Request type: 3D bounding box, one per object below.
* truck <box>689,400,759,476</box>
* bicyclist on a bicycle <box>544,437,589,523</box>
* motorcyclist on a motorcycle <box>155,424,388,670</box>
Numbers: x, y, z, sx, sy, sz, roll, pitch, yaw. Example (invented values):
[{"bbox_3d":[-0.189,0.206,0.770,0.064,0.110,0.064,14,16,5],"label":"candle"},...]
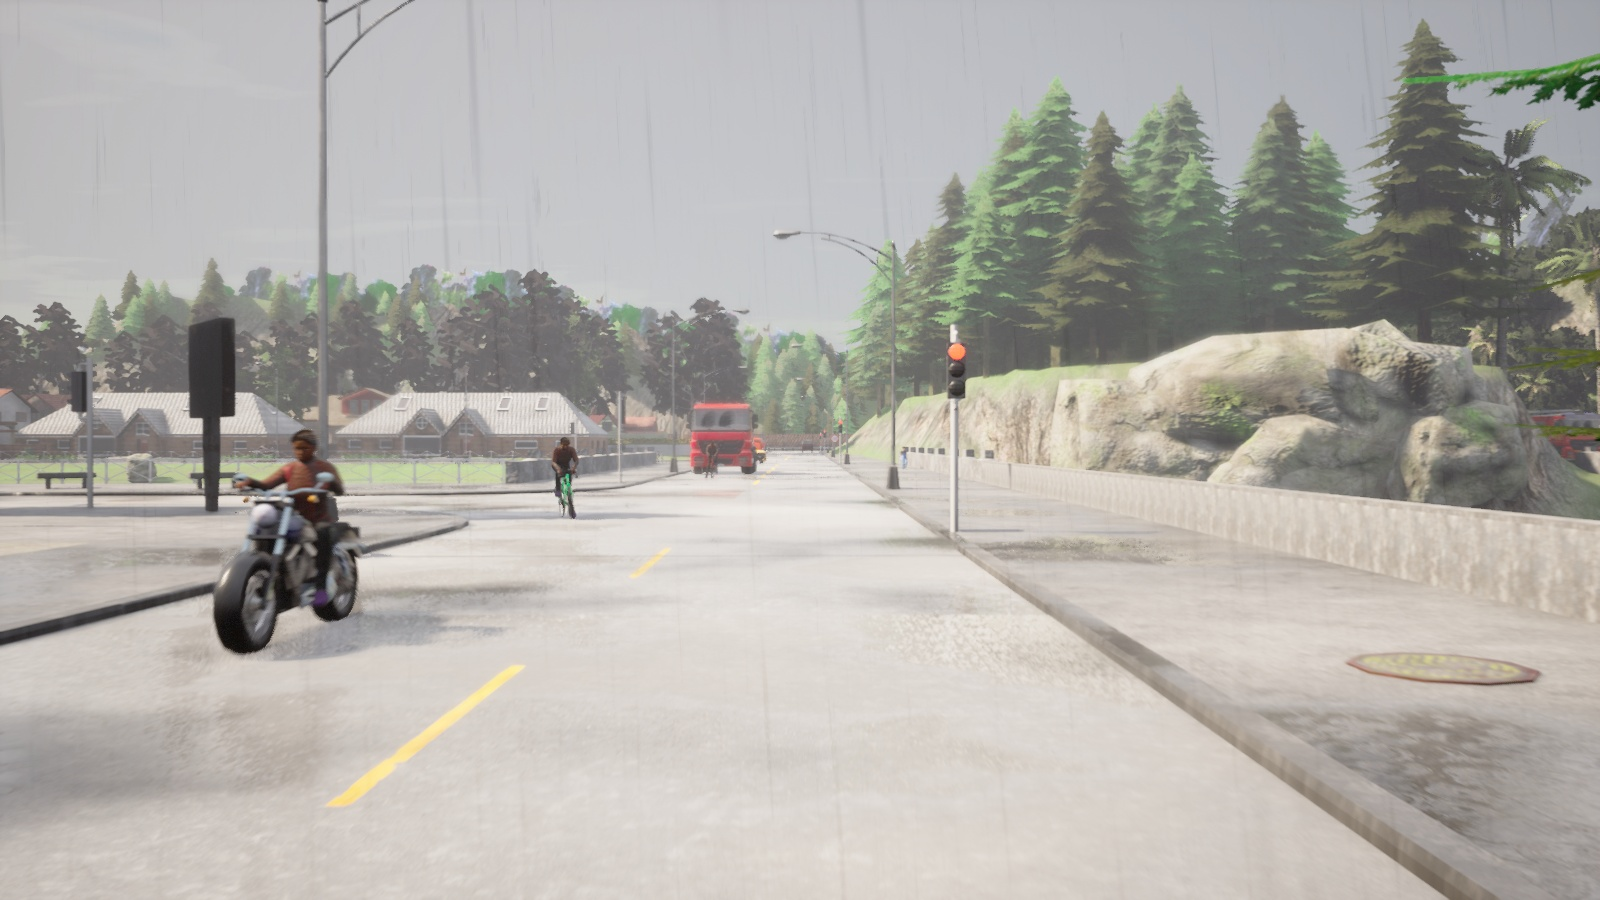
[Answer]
[{"bbox_3d":[-3.626,-0.588,61.793,2.891,3.462,7.936,0,0,0],"label":"truck"},{"bbox_3d":[-4.584,0.556,24.612,0.582,1.620,1.656,-2,1,-19],"label":"bicyclist on a bicycle"},{"bbox_3d":[-3.928,0.640,9.590,0.766,1.649,2.350,0,0,0],"label":"motorcyclist on a motorcycle"}]
